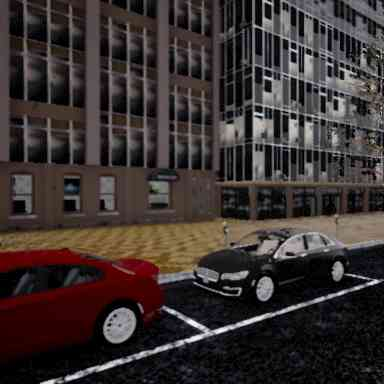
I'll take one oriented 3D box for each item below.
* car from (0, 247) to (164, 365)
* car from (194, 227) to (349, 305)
[{"bbox_3d":[-2.570,1.547,4.731,4.507,1.381,1.887,0,0,-35],"label":"car"},{"bbox_3d":[2.065,1.573,8.034,4.403,1.369,2.008,0,0,-35],"label":"car"}]
